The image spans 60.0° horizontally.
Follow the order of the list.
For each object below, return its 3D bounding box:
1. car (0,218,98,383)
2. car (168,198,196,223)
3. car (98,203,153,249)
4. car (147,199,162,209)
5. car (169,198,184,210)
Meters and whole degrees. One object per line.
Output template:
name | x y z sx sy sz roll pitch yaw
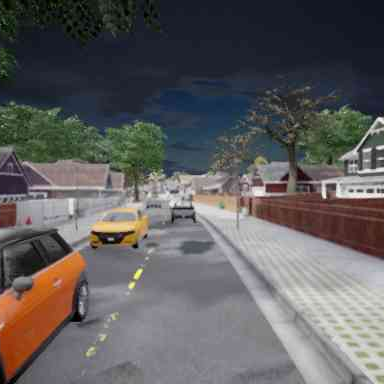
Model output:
car | -2.906 1.359 4.212 2.097 1.767 4.553 0 0 -1
car | -0.704 1.500 25.873 2.128 1.511 4.902 0 0 -3
car | -3.087 1.491 14.929 1.882 1.535 5.008 0 0 -1
car | -5.083 1.580 44.663 1.994 1.385 4.181 0 0 -5
car | -2.085 1.536 43.963 1.812 1.442 4.674 0 0 -5
